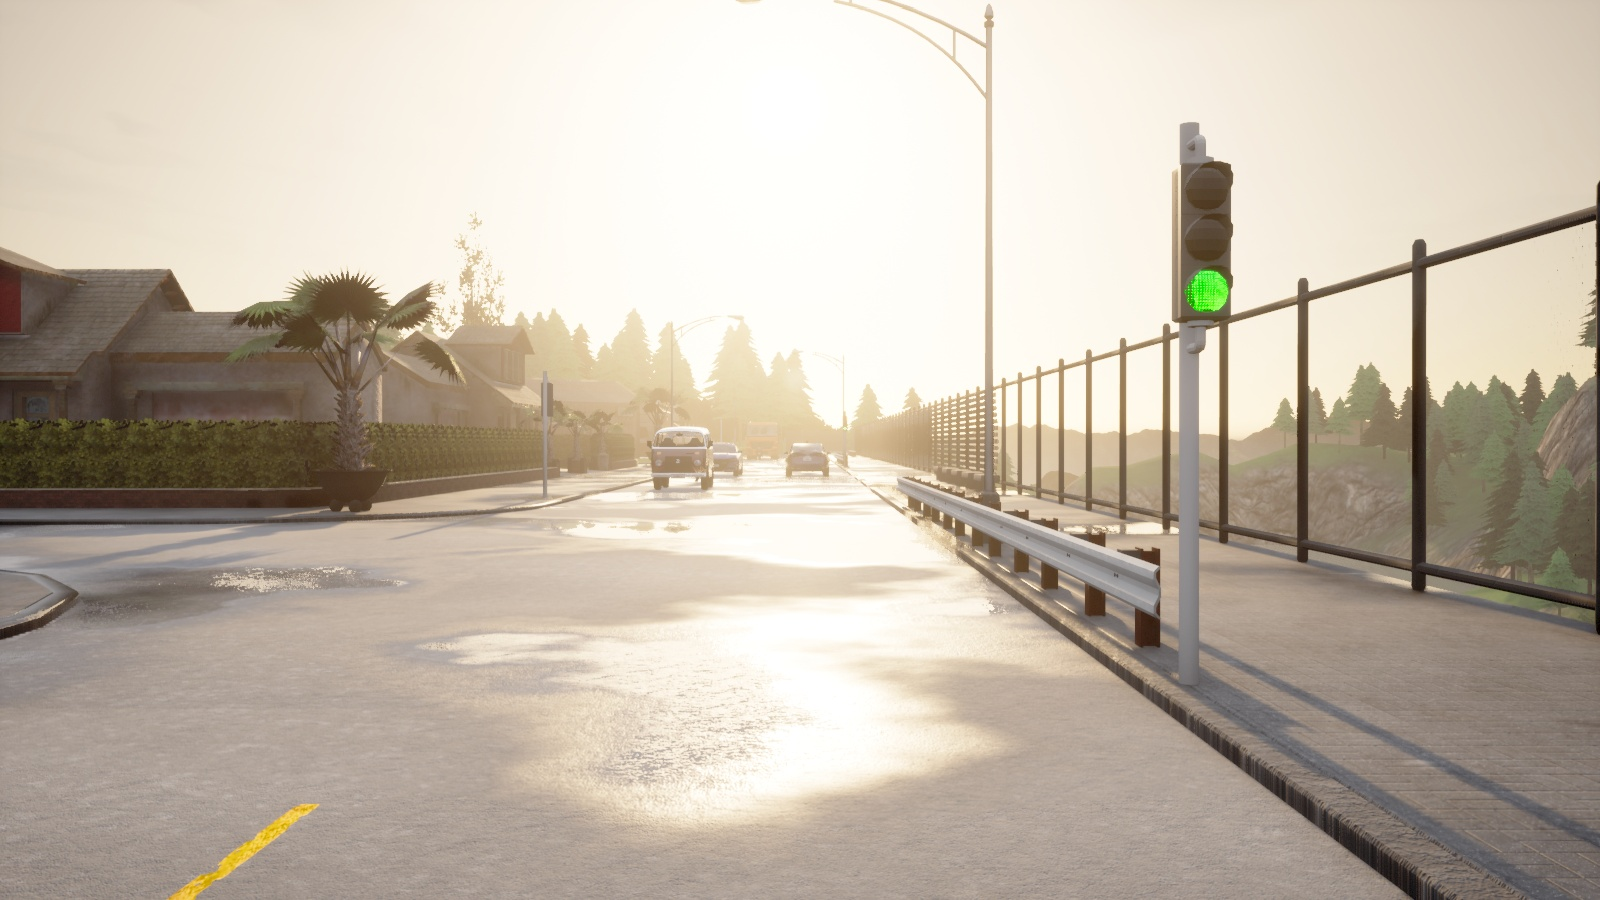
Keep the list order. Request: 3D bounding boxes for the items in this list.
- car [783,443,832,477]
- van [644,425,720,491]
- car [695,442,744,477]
[{"bbox_3d":[0.337,0.424,57.103,2.163,1.488,4.792,0,0,0],"label":"car"},{"bbox_3d":[-3.779,0.236,40.949,2.069,2.038,4.480,0,0,0],"label":"van"},{"bbox_3d":[-3.659,0.396,57.693,1.882,1.535,5.008,0,0,0],"label":"car"}]
